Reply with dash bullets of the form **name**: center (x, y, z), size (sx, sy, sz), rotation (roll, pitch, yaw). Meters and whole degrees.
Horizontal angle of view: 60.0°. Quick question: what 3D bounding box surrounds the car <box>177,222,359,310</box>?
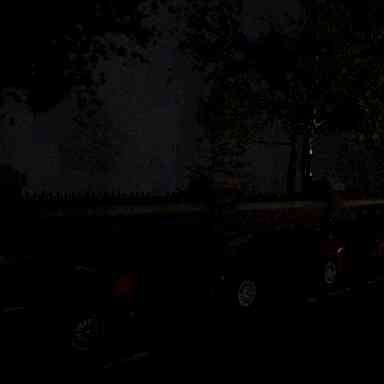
- **car**: center (1.747, 1.545, 7.822), size (4.507, 1.381, 1.887), rotation (0, 0, -36)

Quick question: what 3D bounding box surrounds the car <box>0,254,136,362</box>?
- **car**: center (-2.830, 1.582, 4.542), size (4.206, 1.307, 1.802), rotation (0, 0, -36)

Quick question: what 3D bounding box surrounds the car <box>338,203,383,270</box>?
- **car**: center (6.325, 1.316, 11.102), size (5.009, 1.841, 2.192), rotation (0, 0, -36)
